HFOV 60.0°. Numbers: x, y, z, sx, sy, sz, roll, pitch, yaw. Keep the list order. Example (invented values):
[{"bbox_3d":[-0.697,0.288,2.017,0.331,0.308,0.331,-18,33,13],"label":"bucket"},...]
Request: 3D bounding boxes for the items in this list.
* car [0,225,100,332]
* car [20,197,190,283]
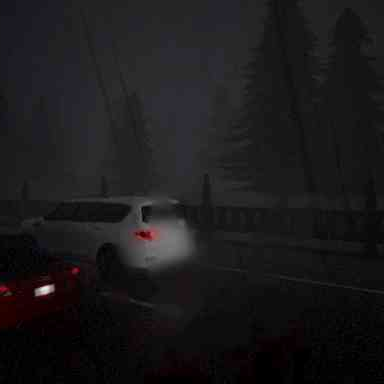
[{"bbox_3d":[-4.019,1.504,6.309,4.181,1.385,1.994,1,0,32],"label":"car"},{"bbox_3d":[-2.723,1.147,9.634,5.566,2.045,2.150,0,0,31],"label":"car"}]
